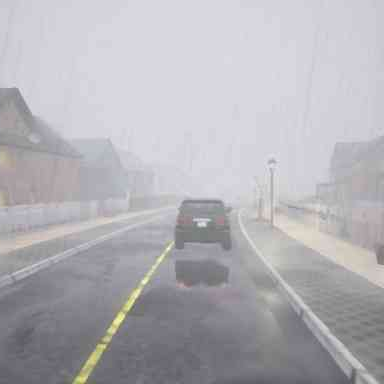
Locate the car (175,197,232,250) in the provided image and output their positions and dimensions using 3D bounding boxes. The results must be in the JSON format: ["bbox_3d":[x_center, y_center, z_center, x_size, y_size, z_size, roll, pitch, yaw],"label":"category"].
[{"bbox_3d":[0.556,1.244,14.518,2.150,2.045,5.566,0,0,4],"label":"car"}]

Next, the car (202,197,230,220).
[{"bbox_3d":[2.215,1.333,29.264,2.097,1.767,4.553,0,0,9],"label":"car"}]

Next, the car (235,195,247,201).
[{"bbox_3d":[10.736,1.268,72.172,1.994,1.385,4.181,1,0,21],"label":"car"}]
